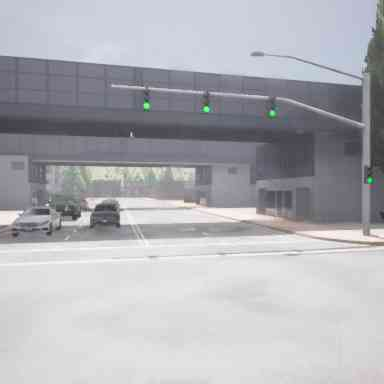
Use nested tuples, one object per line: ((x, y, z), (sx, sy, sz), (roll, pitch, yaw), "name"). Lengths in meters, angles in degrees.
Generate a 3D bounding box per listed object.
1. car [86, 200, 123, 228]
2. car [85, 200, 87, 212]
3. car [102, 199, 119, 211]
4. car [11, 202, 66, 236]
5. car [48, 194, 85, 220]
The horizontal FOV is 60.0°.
((-5.748, 1.505, 22.272), (1.837, 1.490, 4.892), (0, 0, -13), "car")
((-13.056, 1.526, 38.680), (1.812, 1.442, 4.674), (0, 0, -13), "car")
((-9.970, 1.564, 40.895), (1.994, 1.385, 4.181), (0, 0, -13), "car")
((-8.491, 1.526, 18.515), (1.812, 1.442, 4.674), (0, 0, -13), "car")
((-10.635, 1.221, 27.964), (2.150, 2.045, 5.566), (0, 0, -13), "car")
